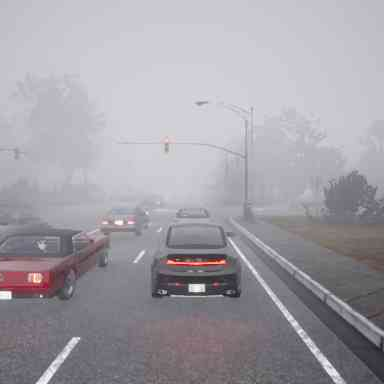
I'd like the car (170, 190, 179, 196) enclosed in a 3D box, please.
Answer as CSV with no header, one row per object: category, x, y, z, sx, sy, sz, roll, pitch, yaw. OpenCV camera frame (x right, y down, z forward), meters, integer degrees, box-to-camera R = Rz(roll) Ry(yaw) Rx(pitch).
car,-4.986,0.270,94.854,2.097,1.767,4.553,0,1,-7

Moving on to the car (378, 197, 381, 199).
car,24.283,0.938,39.113,5.566,2.045,2.150,0,0,-3

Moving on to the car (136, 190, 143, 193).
car,-10.735,0.661,69.741,2.150,2.045,5.566,0,1,-1

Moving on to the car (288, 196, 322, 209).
car,13.633,1.212,38.484,4.902,1.511,2.128,0,0,-3

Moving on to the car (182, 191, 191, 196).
car,-1.506,0.452,95.224,2.033,1.411,5.357,0,1,-7

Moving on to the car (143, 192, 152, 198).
car,-11.216,0.710,84.597,1.882,1.535,5.008,0,1,-3

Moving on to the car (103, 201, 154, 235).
car,-3.462,1.440,17.835,2.033,1.411,5.357,0,0,-1

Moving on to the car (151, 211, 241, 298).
car,0.080,1.472,8.429,1.837,1.490,4.892,0,0,0

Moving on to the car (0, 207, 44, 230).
car,-7.134,1.497,12.928,1.994,1.385,4.181,0,0,0

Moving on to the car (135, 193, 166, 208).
car,-5.011,1.188,41.399,2.128,1.511,4.902,-1,1,-26

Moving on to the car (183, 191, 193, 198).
car,-0.745,0.772,85.347,1.994,1.385,4.181,0,1,-4

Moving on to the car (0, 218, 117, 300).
car,-3.421,1.569,8.246,1.895,1.301,4.718,0,0,0

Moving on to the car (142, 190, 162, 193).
car,-7.241,0.884,60.584,2.097,1.767,4.553,0,0,0

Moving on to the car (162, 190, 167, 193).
car,-7.292,0.932,73.363,2.033,1.411,5.357,0,1,-1

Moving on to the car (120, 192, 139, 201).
car,-10.736,1.139,55.873,1.994,1.385,4.181,0,1,0

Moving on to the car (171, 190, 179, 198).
car,-4.217,0.752,84.807,2.128,1.511,4.902,0,1,-4

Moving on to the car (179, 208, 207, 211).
car,0.064,1.494,17.742,1.895,1.301,4.718,0,0,0

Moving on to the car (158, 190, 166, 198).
car,-7.924,0.392,88.141,2.150,2.045,5.566,0,1,-4

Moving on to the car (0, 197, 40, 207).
car,-20.991,1.260,39.395,5.357,1.411,2.033,0,1,3
